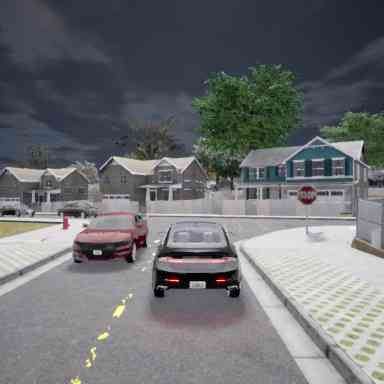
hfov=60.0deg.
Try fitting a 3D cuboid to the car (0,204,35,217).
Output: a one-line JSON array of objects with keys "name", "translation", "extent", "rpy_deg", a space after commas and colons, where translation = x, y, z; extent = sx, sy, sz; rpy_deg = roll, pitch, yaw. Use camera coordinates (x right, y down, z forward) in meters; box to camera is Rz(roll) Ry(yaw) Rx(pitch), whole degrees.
[{"name": "car", "translation": [-19.279, 2.020, 36.527], "extent": [4.902, 1.511, 2.128], "rpy_deg": [-2, -2, 30]}]

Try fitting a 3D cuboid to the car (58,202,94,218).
[{"name": "car", "translation": [-10.547, 1.755, 31.230], "extent": [4.892, 1.490, 1.837], "rpy_deg": [-2, -2, 32]}]

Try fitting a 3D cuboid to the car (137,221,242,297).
[{"name": "car", "translation": [0.101, 1.495, 8.544], "extent": [2.128, 1.511, 4.902], "rpy_deg": [0, 0, 0]}]

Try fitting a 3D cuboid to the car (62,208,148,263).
[{"name": "car", "translation": [-2.751, 1.490, 12.167], "extent": [1.882, 1.535, 5.008], "rpy_deg": [0, 0, 0]}]
